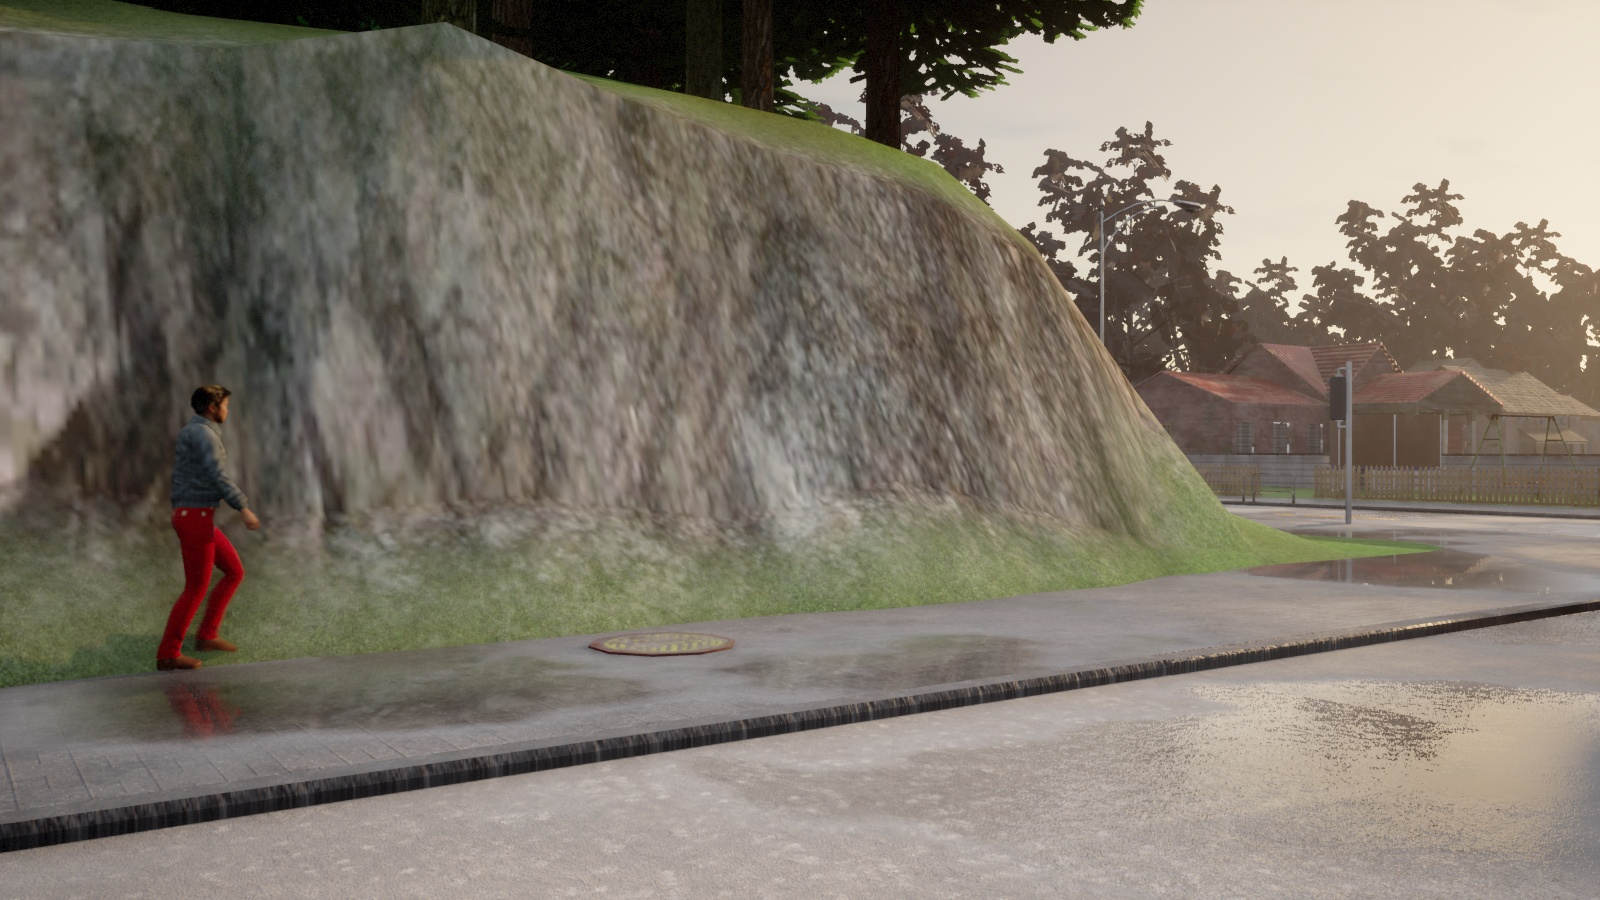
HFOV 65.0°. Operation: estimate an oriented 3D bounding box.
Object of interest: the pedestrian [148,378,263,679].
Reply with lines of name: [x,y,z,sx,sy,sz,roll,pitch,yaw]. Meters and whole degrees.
pedestrian: [-3.806,0.482,8.041,0.614,1.847,0.353,0,0,-35]
